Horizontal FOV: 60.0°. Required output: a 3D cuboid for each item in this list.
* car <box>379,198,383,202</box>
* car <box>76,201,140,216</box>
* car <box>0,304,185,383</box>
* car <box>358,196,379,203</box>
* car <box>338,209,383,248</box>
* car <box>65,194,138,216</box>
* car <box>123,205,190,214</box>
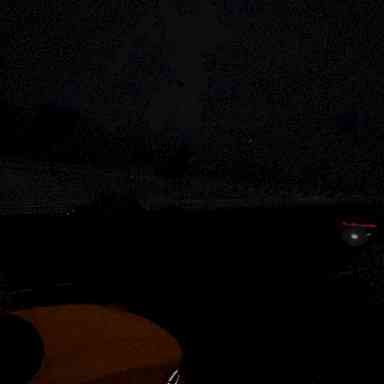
[{"bbox_3d":[28.898,1.231,46.938,4.553,1.767,2.097,0,0,-36],"label":"car"},{"bbox_3d":[-4.613,1.539,22.307,5.357,1.411,2.033,0,0,-36],"label":"car"},{"bbox_3d":[-2.335,1.481,2.105,5.008,1.535,1.882,0,0,-36],"label":"car"},{"bbox_3d":[26.691,1.358,49.658,5.008,1.535,1.882,0,0,-36],"label":"car"},{"bbox_3d":[8.119,1.467,14.050,4.902,1.511,2.128,0,0,-36],"label":"car"},{"bbox_3d":[-6.599,1.214,25.193,5.566,2.045,2.150,0,0,-36],"label":"car"},{"bbox_3d":[-1.476,1.588,20.270,4.718,1.301,1.895,0,0,-36],"label":"car"}]
